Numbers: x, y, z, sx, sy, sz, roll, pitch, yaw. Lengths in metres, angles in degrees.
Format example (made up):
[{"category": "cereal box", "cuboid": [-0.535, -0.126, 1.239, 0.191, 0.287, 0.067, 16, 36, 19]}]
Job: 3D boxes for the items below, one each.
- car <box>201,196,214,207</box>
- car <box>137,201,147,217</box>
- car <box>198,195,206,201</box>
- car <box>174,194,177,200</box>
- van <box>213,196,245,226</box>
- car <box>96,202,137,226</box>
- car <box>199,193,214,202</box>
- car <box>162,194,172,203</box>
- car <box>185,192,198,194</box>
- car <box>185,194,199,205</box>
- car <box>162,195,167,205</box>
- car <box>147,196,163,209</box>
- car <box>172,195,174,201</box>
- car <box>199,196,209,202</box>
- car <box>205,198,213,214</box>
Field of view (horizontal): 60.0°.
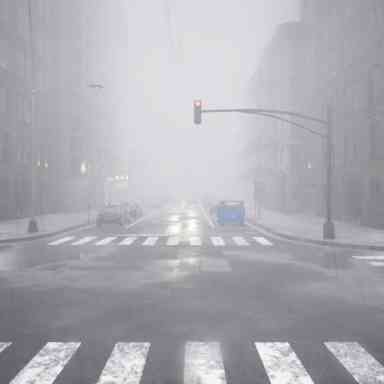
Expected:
[{"category": "car", "cuboid": [2.625, 1.576, 45.912, 1.802, 1.307, 4.206, 0, 0, 0]}, {"category": "car", "cuboid": [-5.396, 1.543, 28.858, 1.887, 1.381, 4.507, 0, 0, 0]}, {"category": "car", "cuboid": [2.614, 1.531, 85.681, 1.947, 1.339, 4.313, 0, 0, 0]}, {"category": "car", "cuboid": [-5.410, 1.409, 79.995, 1.967, 1.590, 4.097, 0, 0, 0]}, {"category": "van", "cuboid": [2.630, 1.340, 23.187, 1.690, 1.788, 3.998, 0, 0, 0]}, {"category": "car", "cuboid": [-5.395, 1.549, 23.176, 2.008, 1.369, 4.403, 0, 0, 0]}, {"category": "car", "cuboid": [2.623, 1.305, 51.594, 2.192, 1.841, 5.009, 0, 0, 0]}, {"category": "car", "cuboid": [-5.405, 1.548, 62.949, 1.947, 1.339, 4.313, 0, 0, 0]}, {"category": "car", "cuboid": [0.076, 1.331, 67.096, 2.097, 1.767, 4.553, 0, 0, -2]}, {"category": "car", "cuboid": [0.088, 1.512, 57.266, 1.812, 1.442, 4.674, 0, 0, 0]}, {"category": "car", "cuboid": [-5.402, 1.556, 51.586, 1.947, 1.339, 4.313, 0, 0, 0]}, {"category": "car", "cuboid": [-5.401, 1.520, 45.734, 1.752, 1.417, 4.829, 0, 0, 0]}, {"category": "car", "cuboid": [-5.407, 1.293, 68.631, 2.192, 1.841, 5.009, 0, 0, 0]}, {"category": "car", "cuboid": [2.617, 1.524, 74.319, 2.008, 1.369, 4.403, 0, 0, 0]}, {"category": "car", "cuboid": [2.628, 1.580, 34.549, 1.802, 1.307, 4.206, 0, 0, 0]}]
